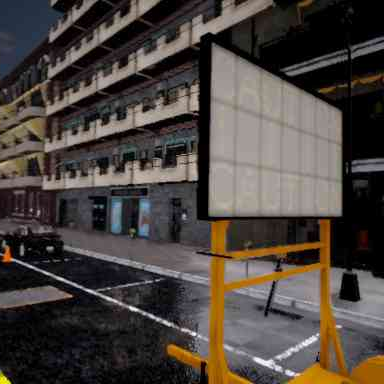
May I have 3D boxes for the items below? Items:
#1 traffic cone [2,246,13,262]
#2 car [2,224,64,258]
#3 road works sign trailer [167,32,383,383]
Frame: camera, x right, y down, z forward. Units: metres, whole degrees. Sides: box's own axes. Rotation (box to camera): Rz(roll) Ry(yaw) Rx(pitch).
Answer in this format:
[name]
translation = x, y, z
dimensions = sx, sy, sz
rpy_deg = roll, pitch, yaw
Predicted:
[traffic cone]
translation = -7.434, 2.484, 13.418
dimensions = 0.340, 0.580, 0.340
rpy_deg = 3, -4, -37
[car]
translation = -7.509, 2.189, 15.630
dimensions = 2.008, 1.369, 4.403
rpy_deg = 4, -4, -44
[road works sign trailer]
translation = 0.739, 0.659, 3.250
dimensions = 2.380, 3.560, 2.880
rpy_deg = 4, -4, -44
